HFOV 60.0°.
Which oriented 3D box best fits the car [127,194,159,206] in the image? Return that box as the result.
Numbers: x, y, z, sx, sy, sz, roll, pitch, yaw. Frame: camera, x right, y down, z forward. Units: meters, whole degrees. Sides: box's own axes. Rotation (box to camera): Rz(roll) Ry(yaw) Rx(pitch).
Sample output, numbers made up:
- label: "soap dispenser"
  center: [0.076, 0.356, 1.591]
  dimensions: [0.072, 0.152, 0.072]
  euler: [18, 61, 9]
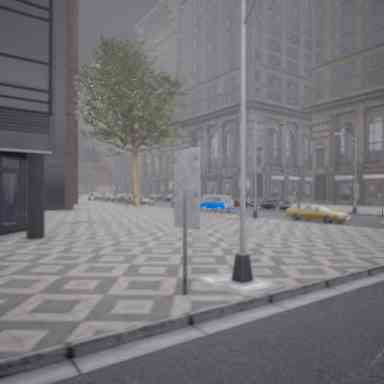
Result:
- label: "car"
  center: [-7.013, 1.156, 47.383]
  dimensions: [1.752, 1.417, 4.829]
  euler: [1, 0, -35]

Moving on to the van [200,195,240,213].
- label: "van"
  center: [2.577, 1.195, 33.726]
  dimensions: [1.690, 1.788, 3.998]
  euler: [1, 0, -35]

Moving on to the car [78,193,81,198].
- label: "car"
  center: [-26.476, 0.590, 75.105]
  dimensions: [1.967, 1.590, 4.097]
  euler: [1, 0, -35]

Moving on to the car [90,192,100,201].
- label: "car"
  center: [-16.794, 0.936, 61.313]
  dimensions: [2.008, 1.369, 4.403]
  euler: [1, 0, -35]

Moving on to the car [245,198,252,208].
- label: "car"
  center: [6.320, 1.369, 43.229]
  dimensions: [1.887, 1.381, 4.507]
  euler: [1, 0, -35]

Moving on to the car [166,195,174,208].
- label: "car"
  center: [-0.654, 1.334, 38.323]
  dimensions: [2.008, 1.369, 4.403]
  euler: [1, 0, -35]

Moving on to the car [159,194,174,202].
- label: "car"
  center: [-3.363, 1.027, 57.024]
  dimensions: [1.967, 1.590, 4.097]
  euler: [1, 0, -35]

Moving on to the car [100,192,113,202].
- label: "car"
  center: [-13.566, 1.016, 56.716]
  dimensions: [2.008, 1.369, 4.403]
  euler: [1, 0, -35]

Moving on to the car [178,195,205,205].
- label: "car"
  center: [-0.138, 1.219, 52.427]
  dimensions: [2.008, 1.369, 4.403]
  euler: [1, 0, -35]

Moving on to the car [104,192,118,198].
- label: "car"
  center: [-19.504, 0.735, 80.007]
  dimensions: [1.887, 1.381, 4.507]
  euler: [1, 0, -35]

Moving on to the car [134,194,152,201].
- label: "car"
  center: [-9.822, 1.007, 66.217]
  dimensions: [1.802, 1.307, 4.206]
  euler: [1, 0, -35]

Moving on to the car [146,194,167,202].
- label: "car"
  center: [-6.593, 1.056, 61.620]
  dimensions: [2.008, 1.369, 4.403]
  euler: [1, 0, -35]

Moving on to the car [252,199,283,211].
- label: "car"
  center: [9.546, 1.460, 38.632]
  dimensions: [1.947, 1.339, 4.313]
  euler: [1, 0, -35]

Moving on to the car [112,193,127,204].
- label: "car"
  center: [-10.338, 1.097, 52.119]
  dimensions: [2.008, 1.369, 4.403]
  euler: [1, 0, -35]

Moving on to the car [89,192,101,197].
- label: "car"
  center: [-25.960, 0.619, 89.201]
  dimensions: [1.802, 1.307, 4.206]
  euler: [1, 0, -35]

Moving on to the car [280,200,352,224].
- label: "car"
  center: [9.130, 1.501, 24.387]
  dimensions: [1.752, 1.417, 4.829]
  euler: [1, 0, -35]
